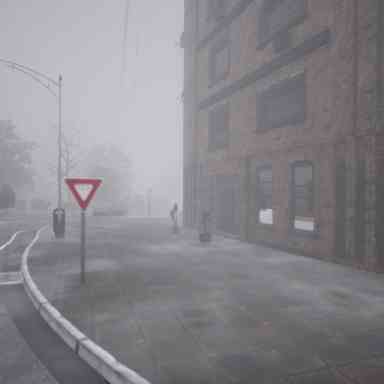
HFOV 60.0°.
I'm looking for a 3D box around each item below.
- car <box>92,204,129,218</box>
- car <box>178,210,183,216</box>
[{"bbox_3d":[-8.452,1.965,35.010,1.994,1.385,4.181,1,-3,26],"label":"car"},{"bbox_3d":[-0.057,2.987,49.415,1.895,1.301,4.718,1,-3,32],"label":"car"}]
